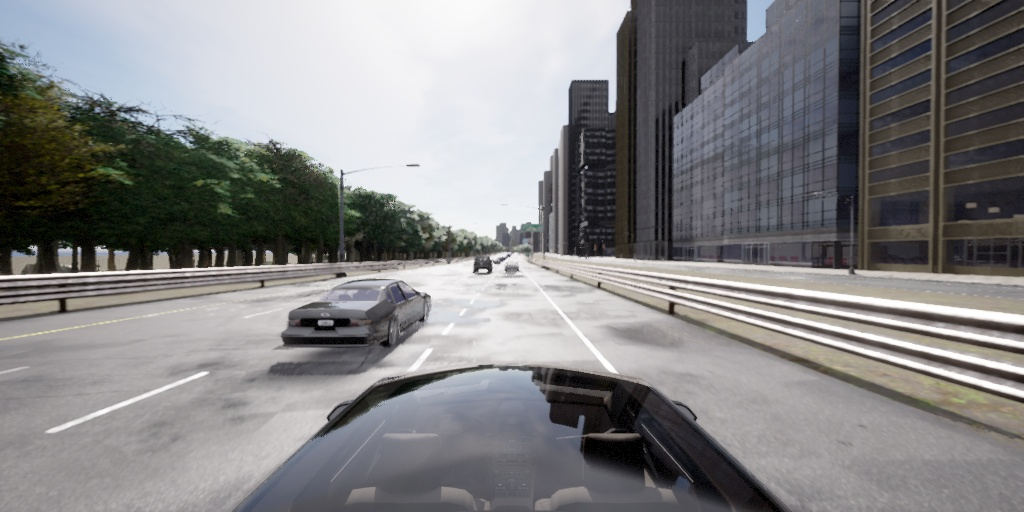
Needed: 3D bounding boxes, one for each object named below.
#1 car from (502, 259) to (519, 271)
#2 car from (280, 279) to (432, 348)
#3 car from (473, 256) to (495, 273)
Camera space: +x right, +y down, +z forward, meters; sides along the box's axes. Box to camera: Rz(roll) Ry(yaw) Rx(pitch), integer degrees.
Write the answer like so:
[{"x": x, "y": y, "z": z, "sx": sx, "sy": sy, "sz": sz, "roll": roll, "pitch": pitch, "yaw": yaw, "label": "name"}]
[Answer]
[{"x": -0.013, "y": 1.410, "z": 50.740, "sx": 1.895, "sy": 1.301, "sz": 4.718, "roll": 0, "pitch": 0, "yaw": 0, "label": "car"}, {"x": -3.503, "y": 1.306, "z": 9.237, "sx": 2.033, "sy": 1.411, "sz": 5.357, "roll": 0, "pitch": 0, "yaw": 0, "label": "car"}, {"x": -3.593, "y": 1.026, "z": 44.962, "sx": 2.150, "sy": 2.045, "sz": 5.566, "roll": 0, "pitch": 0, "yaw": 0, "label": "car"}]
